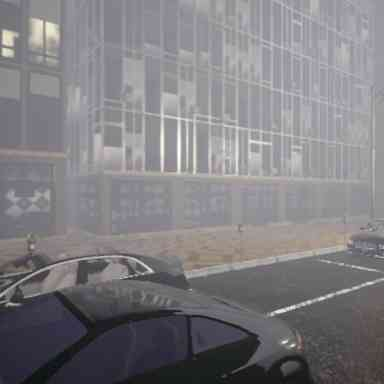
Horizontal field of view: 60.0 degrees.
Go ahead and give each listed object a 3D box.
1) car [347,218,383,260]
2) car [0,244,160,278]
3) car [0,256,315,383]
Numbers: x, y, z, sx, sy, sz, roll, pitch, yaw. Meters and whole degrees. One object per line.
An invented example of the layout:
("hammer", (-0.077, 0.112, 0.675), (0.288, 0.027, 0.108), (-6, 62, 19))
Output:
("car", (7.186, 1.583, 11.711), (4.403, 1.369, 2.008), (0, 0, -36))
("car", (-2.080, 1.554, 5.079), (4.403, 1.369, 2.008), (0, 0, -36))
("car", (-0.889, 1.566, 2.745), (4.181, 1.385, 1.994), (0, 0, -36))
